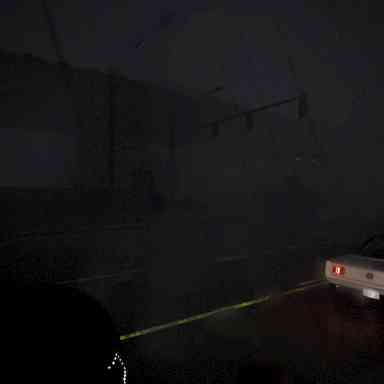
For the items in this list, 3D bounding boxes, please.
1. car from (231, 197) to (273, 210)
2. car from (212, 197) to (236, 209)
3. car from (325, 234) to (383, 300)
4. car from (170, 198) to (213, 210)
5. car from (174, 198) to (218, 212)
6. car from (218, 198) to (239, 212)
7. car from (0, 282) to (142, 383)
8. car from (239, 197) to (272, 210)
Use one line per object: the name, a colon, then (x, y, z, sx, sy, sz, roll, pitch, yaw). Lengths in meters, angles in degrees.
car: (7.712, 1.453, 42.840, 4.974, 1.542, 2.038, 0, 0, -7)
car: (3.819, 1.295, 39.129, 1.853, 1.218, 4.536, 0, 0, 18)
car: (5.142, 1.601, 7.447, 4.718, 1.301, 1.895, 0, 0, -35)
car: (0.008, 1.295, 36.399, 4.536, 1.218, 1.853, 0, 0, 8)
car: (0.060, 1.453, 36.392, 4.974, 1.542, 2.038, 0, 0, 8)
car: (3.803, 1.453, 39.079, 2.038, 1.542, 4.974, 0, 0, 18)
car: (-3.003, 1.221, 1.607, 5.566, 2.045, 2.150, 0, 0, -35)
car: (7.661, 1.295, 42.834, 4.536, 1.218, 1.853, 0, 0, -7)
